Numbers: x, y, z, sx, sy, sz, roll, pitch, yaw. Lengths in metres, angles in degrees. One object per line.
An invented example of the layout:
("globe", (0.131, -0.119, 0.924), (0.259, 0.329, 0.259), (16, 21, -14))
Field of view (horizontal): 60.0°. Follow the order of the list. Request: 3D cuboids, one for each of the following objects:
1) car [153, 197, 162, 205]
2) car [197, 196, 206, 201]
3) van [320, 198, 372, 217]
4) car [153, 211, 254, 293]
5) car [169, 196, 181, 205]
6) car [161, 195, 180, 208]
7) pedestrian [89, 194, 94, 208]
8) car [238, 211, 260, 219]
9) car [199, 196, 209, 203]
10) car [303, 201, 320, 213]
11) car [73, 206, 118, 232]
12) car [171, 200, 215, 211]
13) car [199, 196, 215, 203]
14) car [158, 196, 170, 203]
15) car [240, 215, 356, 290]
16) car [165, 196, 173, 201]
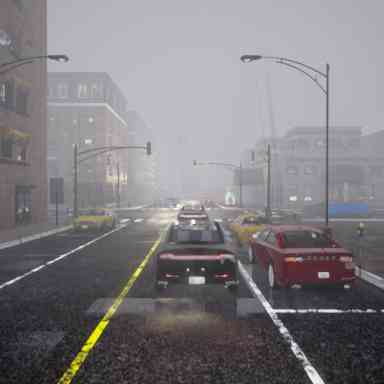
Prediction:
("car", (-5.838, 1.619, 58.501), (2.008, 1.369, 4.403), (0, 0, 0))
("car", (2.473, 1.681, 87.018), (2.008, 1.369, 4.403), (-1, 0, 0))
("van", (14.582, 1.434, 31.161), (3.998, 1.788, 1.690), (0, 0, -1))
("car", (0.081, 1.497, 8.875), (2.128, 1.511, 4.902), (0, 0, 0))
("car", (-3.208, 1.569, 63.274), (2.128, 1.511, 4.902), (0, 0, 0))
("car", (-3.218, 1.579, 50.401), (1.812, 1.442, 4.674), (0, 0, 0))
("pedestrian", (-12.733, 1.108, 42.213), (0.375, 1.860, 0.375), (0, 0, -1))
("car", (2.649, 1.535, 14.839), (1.752, 1.417, 4.829), (0, 0, 0))
("car", (2.514, 1.642, 69.928), (2.008, 1.369, 4.403), (0, 0, 0))
("car", (14.574, 1.621, 36.950), (4.181, 1.385, 1.994), (0, 0, -1))
("car", (-5.745, 1.541, 20.179), (1.752, 1.417, 4.829), (0, 0, 0))
("car", (0.091, 1.508, 20.446), (2.128, 1.511, 4.902), (0, 0, 1))
("car", (2.555, 1.497, 52.837), (1.967, 1.590, 4.097), (0, 0, 0))
("car", (-5.866, 1.642, 69.895), (2.008, 1.369, 4.403), (0, 0, 0))
("car", (2.663, 1.550, 8.972), (1.887, 1.381, 4.507), (0, 0, 0))
("car", (-5.908, 1.655, 86.815), (1.752, 1.417, 4.829), (0, 0, 0))
